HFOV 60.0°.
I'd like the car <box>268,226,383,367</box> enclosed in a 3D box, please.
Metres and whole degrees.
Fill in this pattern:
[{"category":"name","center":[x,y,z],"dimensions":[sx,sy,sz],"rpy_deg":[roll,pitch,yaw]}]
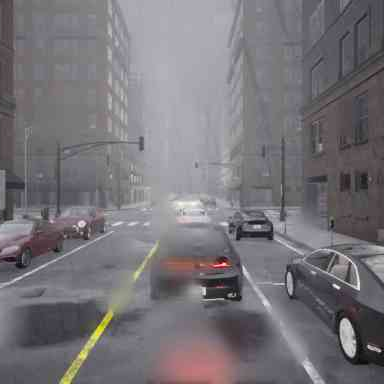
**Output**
[{"category":"car","center":[2.855,1.550,5.627],"dimensions":[2.008,1.369,4.403],"rpy_deg":[0,0,0]}]

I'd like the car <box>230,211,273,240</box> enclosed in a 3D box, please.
[{"category":"car","center":[2.855,1.566,16.630],"dimensions":[1.947,1.339,4.313],"rpy_deg":[0,0,0]}]

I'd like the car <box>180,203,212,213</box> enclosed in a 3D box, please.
[{"category":"car","center":[0.082,1.526,17.442],"dimensions":[1.812,1.442,4.674],"rpy_deg":[0,0,-1]}]

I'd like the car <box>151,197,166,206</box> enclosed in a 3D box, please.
[{"category":"car","center":[-5.636,1.617,53.733],"dimensions":[1.802,1.307,4.206],"rpy_deg":[0,0,0]}]

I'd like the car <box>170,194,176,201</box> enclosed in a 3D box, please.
[{"category":"car","center":[-5.588,1.625,80.605],"dimensions":[1.752,1.417,4.829],"rpy_deg":[0,0,0]}]

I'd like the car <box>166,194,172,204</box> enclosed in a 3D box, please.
[{"category":"car","center":[-5.617,1.606,64.550],"dimensions":[2.008,1.369,4.403],"rpy_deg":[0,0,0]}]

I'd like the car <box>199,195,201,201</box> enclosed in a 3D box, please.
[{"category":"car","center":[2.908,1.606,64.538],"dimensions":[2.008,1.369,4.403],"rpy_deg":[0,0,0]}]

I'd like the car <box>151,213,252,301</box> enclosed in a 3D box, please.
[{"category":"car","center":[0.098,1.505,8.294],"dimensions":[1.837,1.490,4.892],"rpy_deg":[0,0,0]}]

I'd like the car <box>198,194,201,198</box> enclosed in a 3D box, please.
[{"category":"car","center":[2.927,1.523,75.356],"dimensions":[1.967,1.590,4.097],"rpy_deg":[0,0,0]}]

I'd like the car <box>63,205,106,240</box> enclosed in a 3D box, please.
[{"category":"car","center":[-5.670,1.440,16.630],"dimensions":[1.967,1.590,4.097],"rpy_deg":[0,0,0]}]

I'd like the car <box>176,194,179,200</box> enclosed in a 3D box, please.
[{"category":"car","center":[-5.570,1.456,91.593],"dimensions":[2.192,1.841,5.009],"rpy_deg":[0,0,0]}]

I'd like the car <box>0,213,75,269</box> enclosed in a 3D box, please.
[{"category":"car","center":[-5.670,1.582,11.128],"dimensions":[1.802,1.307,4.206],"rpy_deg":[0,0,0]}]

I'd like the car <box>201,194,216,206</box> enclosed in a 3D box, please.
[{"category":"car","center":[2.888,1.475,53.720],"dimensions":[1.967,1.590,4.097],"rpy_deg":[0,0,0]}]
